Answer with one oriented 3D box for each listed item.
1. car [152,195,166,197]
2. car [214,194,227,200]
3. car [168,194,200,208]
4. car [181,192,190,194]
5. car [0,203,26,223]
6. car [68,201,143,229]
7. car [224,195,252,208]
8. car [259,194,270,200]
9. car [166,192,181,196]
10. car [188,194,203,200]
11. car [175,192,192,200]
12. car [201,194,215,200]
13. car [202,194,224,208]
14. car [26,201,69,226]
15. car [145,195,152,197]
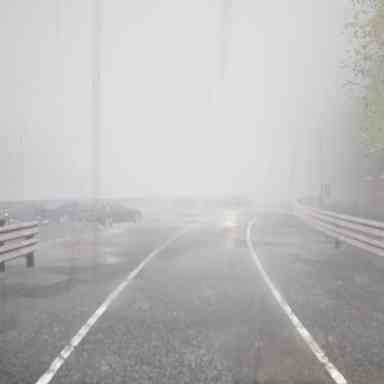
[{"bbox_3d":[-6.081,1.297,73.469,1.882,1.535,5.008,0,0,27],"label":"car"},{"bbox_3d":[7.306,1.276,84.449,1.812,1.442,4.674,0,0,27],"label":"car"},{"bbox_3d":[-0.978,1.336,44.743,1.837,1.490,4.892,0,0,27],"label":"car"},{"bbox_3d":[0.181,1.152,70.340,2.097,1.767,4.553,0,0,27],"label":"car"},{"bbox_3d":[-11.403,1.460,23.935,1.994,1.385,4.181,0,0,26],"label":"car"},{"bbox_3d":[-5.015,1.391,21.034,2.128,1.511,4.902,1,1,27],"label":"car"},{"bbox_3d":[6.373,1.152,43.777,2.097,1.767,4.553,0,0,27],"label":"car"},{"bbox_3d":[17.943,1.188,82.220,1.882,1.535,5.008,0,0,27],"label":"car"},{"bbox_3d":[-2.956,1.333,71.892,2.128,1.511,4.902,0,0,27],"label":"car"},{"bbox_3d":[1.058,1.252,87.605,1.882,1.535,5.008,0,0,27],"label":"car"},{"bbox_3d":[-2.220,1.006,88.880,2.150,2.045,5.566,0,0,27],"label":"car"},{"bbox_3d":[4.182,1.263,86.027,1.837,1.490,4.892,0,0,27],"label":"car"},{"bbox_3d":[3.227,1.359,45.313,2.033,1.411,5.357,0,0,27],"label":"car"},{"bbox_3d":[-8.214,1.362,22.488,1.882,1.535,5.008,0,0,26],"label":"car"},{"bbox_3d":[-9.344,1.357,74.772,2.128,1.511,4.902,0,0,27],"label":"car"}]
